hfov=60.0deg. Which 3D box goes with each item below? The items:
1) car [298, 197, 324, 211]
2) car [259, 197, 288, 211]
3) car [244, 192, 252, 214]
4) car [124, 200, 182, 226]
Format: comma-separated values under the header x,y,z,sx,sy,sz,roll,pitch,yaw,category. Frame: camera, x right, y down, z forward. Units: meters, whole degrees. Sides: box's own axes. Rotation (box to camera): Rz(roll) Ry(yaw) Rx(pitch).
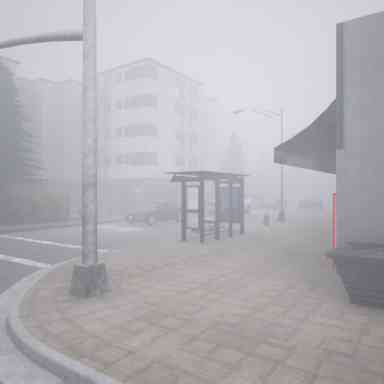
x,y,z,sx,sy,sz,roll,pitch,yaw,category
13.718,1.329,38.217,1.837,1.490,4.892,0,0,36,car
9.488,1.301,38.587,1.882,1.535,5.008,0,0,36,car
3.544,1.045,30.373,2.150,2.045,5.566,0,0,36,car
-2.342,1.328,22.191,1.837,1.490,4.892,0,0,36,car
